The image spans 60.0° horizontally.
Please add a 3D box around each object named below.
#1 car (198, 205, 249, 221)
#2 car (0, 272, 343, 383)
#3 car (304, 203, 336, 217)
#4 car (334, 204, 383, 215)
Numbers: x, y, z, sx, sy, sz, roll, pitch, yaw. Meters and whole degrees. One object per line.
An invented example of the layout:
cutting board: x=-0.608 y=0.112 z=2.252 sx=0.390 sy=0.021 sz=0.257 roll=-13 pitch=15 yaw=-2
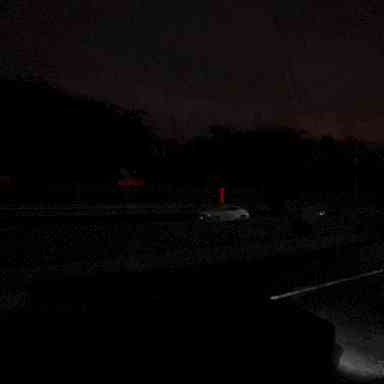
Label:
car: x=2.673 y=1.788 z=27.360 sx=4.674 sy=1.442 sz=1.812 roll=1 pitch=-1 yaw=-35
car: x=-0.799 y=1.563 z=3.175 sx=5.357 sy=1.411 sz=2.033 roll=1 pitch=-1 yaw=-35
car: x=12.006 y=1.791 z=29.625 sx=4.553 sy=1.767 sz=2.097 roll=1 pitch=-1 yaw=-35
car: x=13.678 y=1.939 z=26.524 sx=4.674 sy=1.442 sz=1.812 roll=2 pitch=-1 yaw=-35
